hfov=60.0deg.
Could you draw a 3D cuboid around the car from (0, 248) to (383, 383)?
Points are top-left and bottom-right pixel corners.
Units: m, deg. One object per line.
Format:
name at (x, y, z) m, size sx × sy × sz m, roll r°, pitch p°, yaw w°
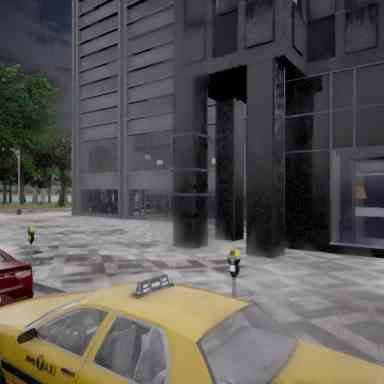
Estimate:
car at (-0.591, 1.525, 3.384) m, size 4.829 × 1.417 × 1.752 m, roll 0°, pitch 0°, yaw 36°
